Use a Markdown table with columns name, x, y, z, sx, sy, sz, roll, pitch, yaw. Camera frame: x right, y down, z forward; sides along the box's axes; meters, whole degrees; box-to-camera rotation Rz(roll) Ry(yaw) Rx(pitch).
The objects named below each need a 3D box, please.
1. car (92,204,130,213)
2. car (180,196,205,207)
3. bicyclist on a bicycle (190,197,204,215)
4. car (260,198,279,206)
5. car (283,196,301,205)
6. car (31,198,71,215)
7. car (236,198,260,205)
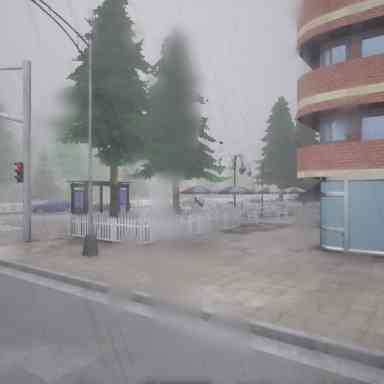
| name | x | y | z | sx | sy | sz | roll | pitch | yaw |
| --- | --- | --- | --- | --- | --- | --- | --- | --- | --- |
| car | -8.846 | 1.545 | 34.928 | 1.895 | 1.301 | 4.718 | 0 | 0 | 36 |
| car | -0.215 | 1.422 | 50.365 | 5.008 | 1.535 | 1.882 | 0 | 0 | -40 |
| bicyclist on a bicycle | 0.404 | 1.245 | 27.328 | 1.656 | 1.620 | 0.582 | 0 | 0 | 36 |
| car | 13.332 | 1.545 | 50.766 | 4.718 | 1.301 | 1.895 | 0 | 0 | -26 |
| car | 15.958 | 1.296 | 48.059 | 4.553 | 1.767 | 2.097 | 0 | 0 | -24 |
| car | -14.263 | 1.422 | 33.420 | 1.882 | 1.535 | 5.008 | 0 | 0 | 36 |
| car | 9.178 | 1.545 | 52.785 | 4.718 | 1.301 | 1.895 | 0 | 0 | -29 |
